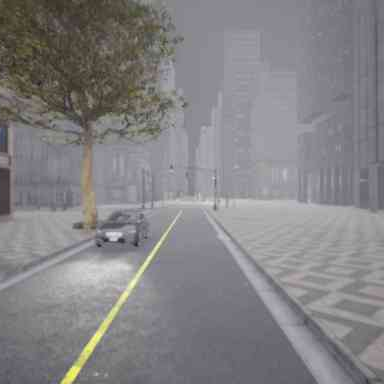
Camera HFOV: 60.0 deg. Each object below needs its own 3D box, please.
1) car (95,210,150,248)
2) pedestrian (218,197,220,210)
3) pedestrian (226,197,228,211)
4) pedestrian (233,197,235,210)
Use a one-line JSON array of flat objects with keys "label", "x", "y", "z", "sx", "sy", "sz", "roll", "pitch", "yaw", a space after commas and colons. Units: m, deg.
[{"label": "car", "x": -3.097, "y": 1.618, "z": 15.611, "sx": 2.128, "sy": 1.511, "sz": 4.902, "roll": 0, "pitch": -1, "yaw": 0}, {"label": "pedestrian", "x": 3.647, "y": 1.539, "z": 45.340, "sx": 0.375, "sy": 1.860, "sz": 0.375, "roll": 0, "pitch": -1, "yaw": 0}, {"label": "pedestrian", "x": 4.647, "y": 1.523, "z": 44.140, "sx": 0.375, "sy": 1.860, "sz": 0.375, "roll": 0, "pitch": -1, "yaw": 0}, {"label": "pedestrian", "x": 5.647, "y": 1.519, "z": 44.739, "sx": 0.375, "sy": 1.860, "sz": 0.375, "roll": 0, "pitch": -1, "yaw": 0}]
